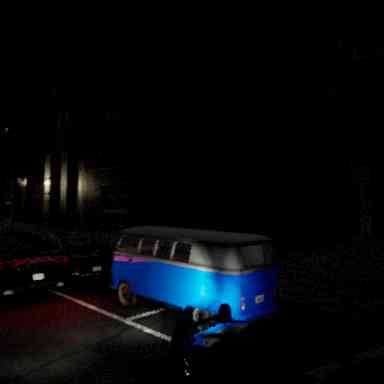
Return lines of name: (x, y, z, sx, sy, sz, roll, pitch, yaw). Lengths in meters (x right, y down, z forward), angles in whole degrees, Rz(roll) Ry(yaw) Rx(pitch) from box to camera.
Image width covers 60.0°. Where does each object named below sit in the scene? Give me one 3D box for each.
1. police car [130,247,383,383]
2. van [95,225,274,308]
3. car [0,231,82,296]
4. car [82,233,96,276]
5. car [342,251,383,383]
police car: (1.992, 1.592, 2.518, 5.238, 1.638, 1.930, -1, -3, 40)
van: (-0.163, 1.678, 7.136, 3.998, 1.788, 1.690, -1, -4, 43)
car: (-5.302, 1.815, 9.248, 5.008, 1.535, 1.882, -1, -3, 43)
car: (-4.296, 1.984, 10.944, 4.403, 1.369, 2.008, -1, -4, 43)
car: (3.963, 1.680, 3.311, 4.097, 1.590, 1.967, -1, -4, 43)
